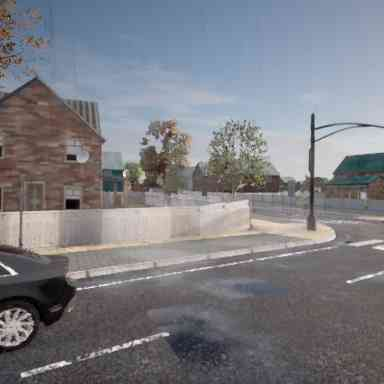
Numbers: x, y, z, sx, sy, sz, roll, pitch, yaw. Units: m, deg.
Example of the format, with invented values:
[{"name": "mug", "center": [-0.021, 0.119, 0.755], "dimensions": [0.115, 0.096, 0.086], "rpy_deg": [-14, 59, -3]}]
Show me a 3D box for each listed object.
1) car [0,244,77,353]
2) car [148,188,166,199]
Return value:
[{"name": "car", "center": [-4.165, 1.512, 4.573], "dimensions": [4.892, 1.490, 1.837], "rpy_deg": [0, 0, -36]}, {"name": "car", "center": [-6.528, 0.323, 61.618], "dimensions": [2.150, 2.045, 5.566], "rpy_deg": [1, 1, -21]}]
